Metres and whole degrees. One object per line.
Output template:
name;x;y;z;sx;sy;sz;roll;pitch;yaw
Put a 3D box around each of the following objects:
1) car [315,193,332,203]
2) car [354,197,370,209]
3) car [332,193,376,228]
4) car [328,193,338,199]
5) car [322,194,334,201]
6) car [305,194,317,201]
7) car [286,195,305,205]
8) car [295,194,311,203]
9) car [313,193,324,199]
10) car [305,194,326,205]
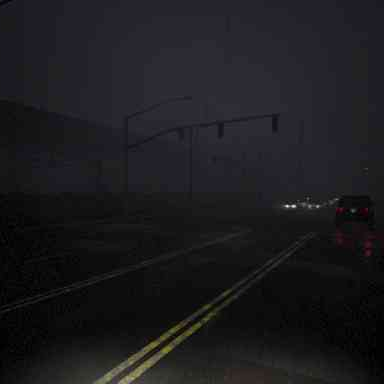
car;25.389;1.301;64.629;2.033;1.411;5.357;0;1;28
car;23.244;1.468;45.460;1.812;1.442;4.674;0;0;28
car;11.077;1.222;22.566;2.150;2.045;5.566;0;0;28
car;35.608;0.956;83.855;1.895;1.301;4.718;0;1;28
car;30.152;1.191;73.589;1.895;1.301;4.718;0;1;28
car;26.739;1.160;74.625;1.994;1.385;4.181;0;1;28
car;17.543;1.368;57.374;2.128;1.511;4.902;0;1;28
car;22.005;1.255;65.721;2.128;1.511;4.902;0;1;28
car;32.315;0.911;85.117;2.033;1.411;5.357;0;1;28
car;20.926;1.430;56.281;1.994;1.385;4.181;0;1;29
